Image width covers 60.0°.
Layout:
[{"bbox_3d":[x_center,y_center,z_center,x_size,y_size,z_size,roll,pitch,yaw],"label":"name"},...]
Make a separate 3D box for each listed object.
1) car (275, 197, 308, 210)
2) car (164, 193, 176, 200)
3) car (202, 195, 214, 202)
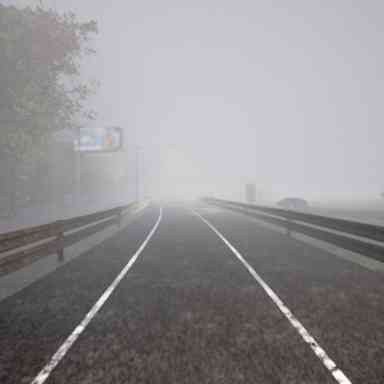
[{"bbox_3d":[12.013,1.360,40.464,1.837,1.490,4.892,0,0,-19],"label":"car"},{"bbox_3d":[-6.062,1.219,92.476,2.150,2.045,5.566,0,0,-19],"label":"car"},{"bbox_3d":[2.825,1.437,66.906,1.837,1.490,4.892,0,0,-19],"label":"car"}]
